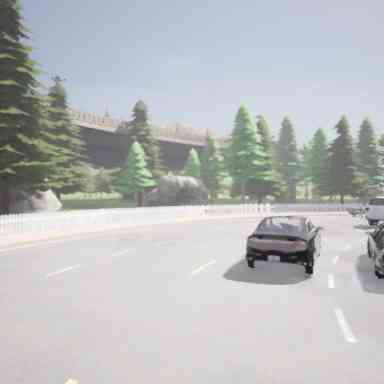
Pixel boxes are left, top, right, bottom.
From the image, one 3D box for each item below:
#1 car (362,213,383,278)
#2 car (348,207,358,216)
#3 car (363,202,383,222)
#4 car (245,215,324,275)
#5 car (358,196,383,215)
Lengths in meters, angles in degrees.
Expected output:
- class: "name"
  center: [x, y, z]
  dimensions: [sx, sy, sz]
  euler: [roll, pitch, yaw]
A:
- class: "car"
  center: [6.303, 1.595, 9.786]
  dimensions: [2.033, 1.411, 5.357]
  euler: [0, 0, 26]
- class: "car"
  center: [17.395, 1.726, 31.986]
  dimensions: [4.718, 1.301, 1.895]
  euler: [1, 0, -20]
- class: "car"
  center: [16.949, 1.631, 27.994]
  dimensions: [4.892, 1.490, 1.837]
  euler: [1, 0, -22]
- class: "car"
  center: [3.088, 1.505, 10.732]
  dimensions: [2.128, 1.511, 4.902]
  euler: [0, 0, 24]
- class: "car"
  center: [14.295, 1.328, 22.857]
  dimensions: [5.566, 2.045, 2.150]
  euler: [1, 0, -30]
